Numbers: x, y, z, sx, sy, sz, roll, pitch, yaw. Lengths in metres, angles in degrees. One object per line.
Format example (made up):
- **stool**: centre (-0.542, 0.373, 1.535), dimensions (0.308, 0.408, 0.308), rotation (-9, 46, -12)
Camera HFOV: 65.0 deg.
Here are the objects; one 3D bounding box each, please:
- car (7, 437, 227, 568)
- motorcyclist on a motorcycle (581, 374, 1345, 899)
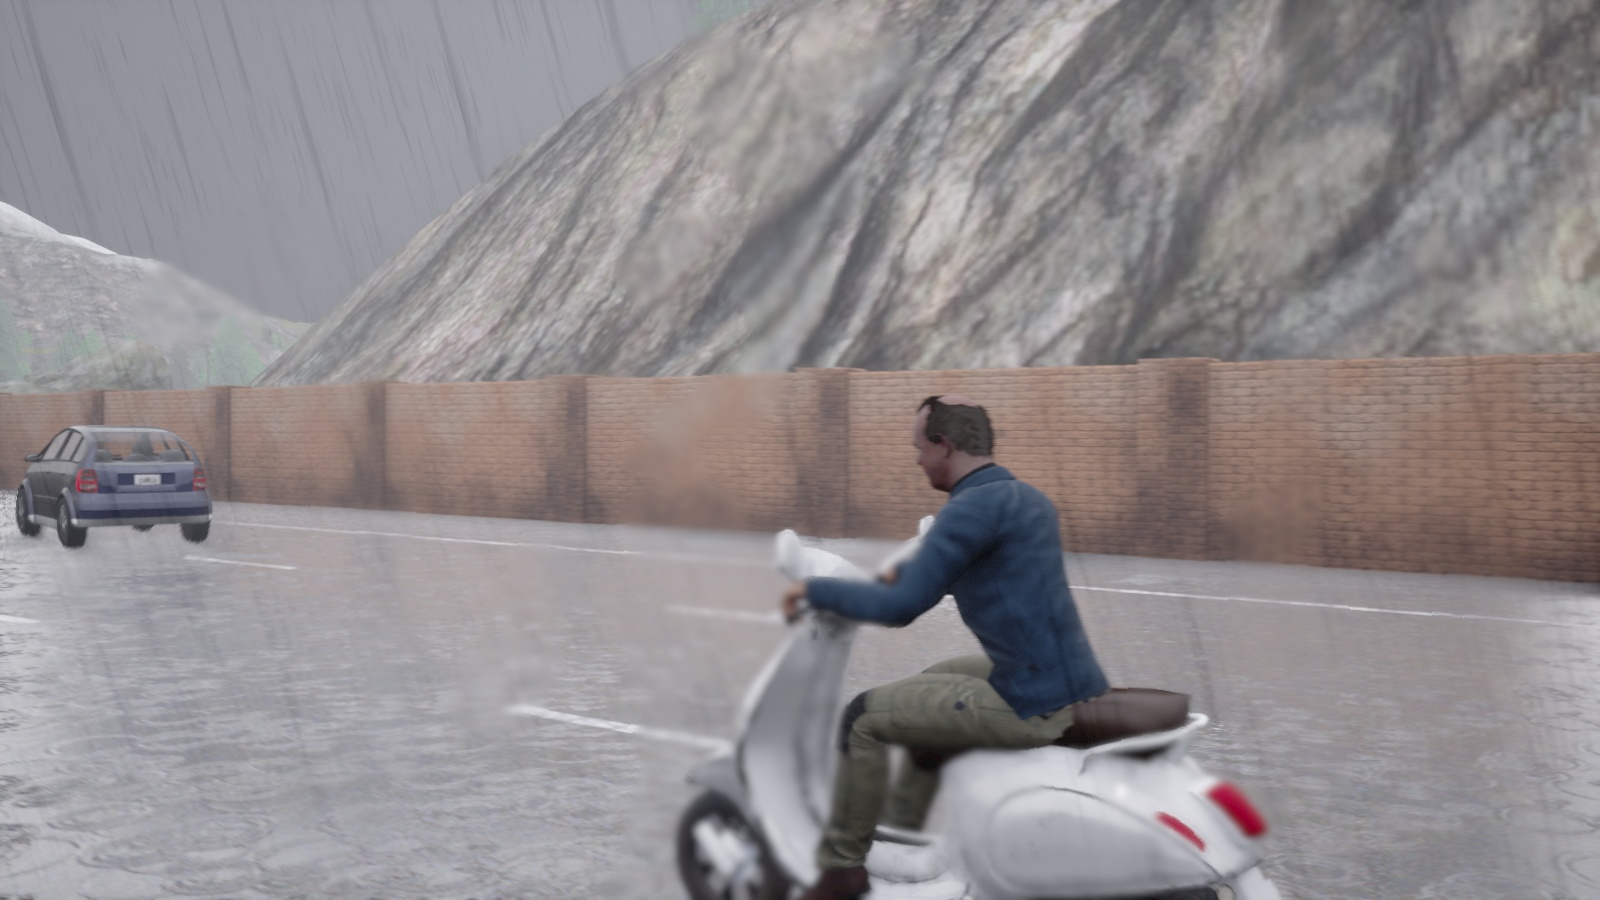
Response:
- **car**: centre (-9.327, 0.617, 17.022), dimensions (1.789, 1.549, 3.705), rotation (-1, 1, -42)
- **motorcyclist on a motorcycle**: centre (0.396, 0.640, 3.360), dimensions (1.817, 1.590, 0.866), rotation (0, 1, 34)
